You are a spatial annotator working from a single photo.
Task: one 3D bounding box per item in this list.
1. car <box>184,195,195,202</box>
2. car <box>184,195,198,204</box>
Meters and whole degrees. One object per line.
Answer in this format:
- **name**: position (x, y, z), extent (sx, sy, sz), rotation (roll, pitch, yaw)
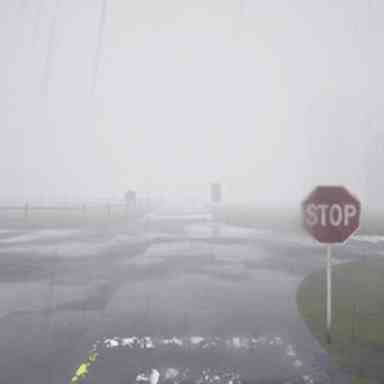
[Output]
- **car**: position (-0.584, 1.407, 71.626), extent (1.837, 1.490, 4.892), rotation (0, 0, -6)
- **car**: position (0.068, 1.495, 61.099), extent (2.033, 1.411, 5.357), rotation (0, 0, -2)
